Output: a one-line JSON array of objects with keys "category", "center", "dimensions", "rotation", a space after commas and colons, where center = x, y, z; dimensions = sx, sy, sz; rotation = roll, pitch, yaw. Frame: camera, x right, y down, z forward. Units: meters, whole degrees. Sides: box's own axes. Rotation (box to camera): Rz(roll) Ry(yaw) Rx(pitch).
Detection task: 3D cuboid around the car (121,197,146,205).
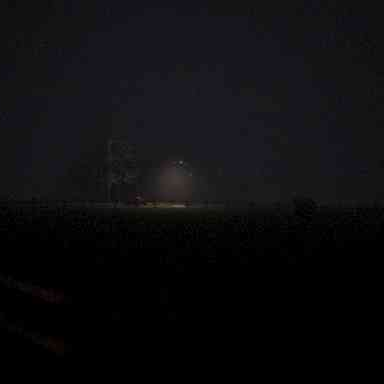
[{"category": "car", "center": [-9.573, 1.546, 54.862], "dimensions": [1.994, 1.385, 4.181], "rotation": [1, 0, 38]}]
